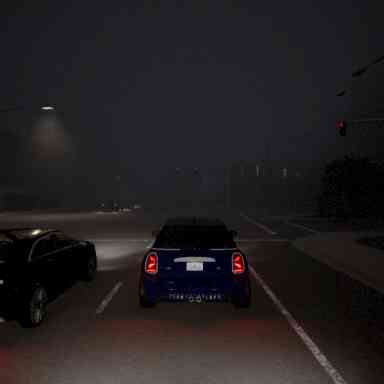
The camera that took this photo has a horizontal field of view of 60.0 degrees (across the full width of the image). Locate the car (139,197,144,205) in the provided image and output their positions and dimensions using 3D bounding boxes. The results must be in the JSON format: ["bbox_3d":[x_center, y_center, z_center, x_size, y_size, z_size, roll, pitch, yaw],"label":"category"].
[{"bbox_3d":[-10.664,1.806,65.133,2.128,1.511,4.902,0,1,0],"label":"car"}]

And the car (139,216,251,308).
[{"bbox_3d":[0.057,1.364,8.112,2.097,1.767,4.553,0,0,0],"label":"car"}]

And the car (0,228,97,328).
[{"bbox_3d":[-3.448,1.503,6.971,2.128,1.511,4.902,0,0,0],"label":"car"}]

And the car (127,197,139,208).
[{"bbox_3d":[-10.693,1.880,54.726,2.128,1.511,4.902,0,0,0],"label":"car"}]

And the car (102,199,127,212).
[{"bbox_3d":[-10.683,1.692,44.948,2.097,1.767,4.553,0,0,0],"label":"car"}]
